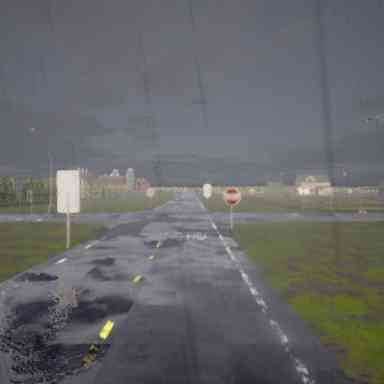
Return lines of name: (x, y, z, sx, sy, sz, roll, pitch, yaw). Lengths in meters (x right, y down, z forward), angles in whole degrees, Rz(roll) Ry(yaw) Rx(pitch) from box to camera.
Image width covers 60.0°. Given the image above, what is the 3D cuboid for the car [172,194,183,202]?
car: (-2.734, 1.111, 63.336, 1.837, 1.490, 4.892, 0, 3, 0)
